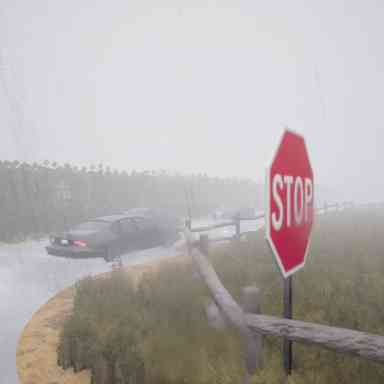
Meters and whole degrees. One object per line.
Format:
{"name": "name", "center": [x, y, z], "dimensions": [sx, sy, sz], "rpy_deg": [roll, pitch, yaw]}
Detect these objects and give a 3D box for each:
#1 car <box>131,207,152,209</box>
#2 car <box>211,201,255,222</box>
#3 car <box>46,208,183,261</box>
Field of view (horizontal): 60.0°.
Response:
{"name": "car", "center": [-2.659, 1.547, 18.071], "dimensions": [2.033, 1.411, 5.357], "rpy_deg": [0, 0, 35]}
{"name": "car", "center": [3.386, 1.491, 26.570], "dimensions": [2.128, 1.511, 4.902], "rpy_deg": [0, 0, 35]}
{"name": "car", "center": [-2.516, 1.547, 12.144], "dimensions": [2.033, 1.411, 5.357], "rpy_deg": [0, 0, 32]}
